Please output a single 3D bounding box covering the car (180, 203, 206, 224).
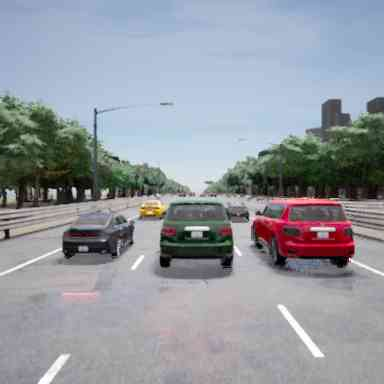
[{"bbox_3d":[0.075,1.632,26.415,1.895,1.301,4.718,0,0,1],"label":"car"}]

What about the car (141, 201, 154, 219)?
[{"bbox_3d":[-3.408,1.502,29.450,1.882,1.535,5.008,0,0,0],"label":"car"}]

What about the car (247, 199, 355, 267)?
[{"bbox_3d":[3.569,1.246,11.681,2.150,2.045,5.566,0,0,1],"label":"car"}]

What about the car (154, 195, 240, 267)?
[{"bbox_3d":[0.082,1.242,11.552,2.150,2.045,5.566,0,0,-1],"label":"car"}]

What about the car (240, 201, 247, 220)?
[{"bbox_3d":[3.583,1.520,27.840,2.128,1.511,4.902,0,0,0],"label":"car"}]

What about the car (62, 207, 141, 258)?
[{"bbox_3d":[-3.423,1.532,12.936,1.837,1.490,4.892,0,0,0],"label":"car"}]
